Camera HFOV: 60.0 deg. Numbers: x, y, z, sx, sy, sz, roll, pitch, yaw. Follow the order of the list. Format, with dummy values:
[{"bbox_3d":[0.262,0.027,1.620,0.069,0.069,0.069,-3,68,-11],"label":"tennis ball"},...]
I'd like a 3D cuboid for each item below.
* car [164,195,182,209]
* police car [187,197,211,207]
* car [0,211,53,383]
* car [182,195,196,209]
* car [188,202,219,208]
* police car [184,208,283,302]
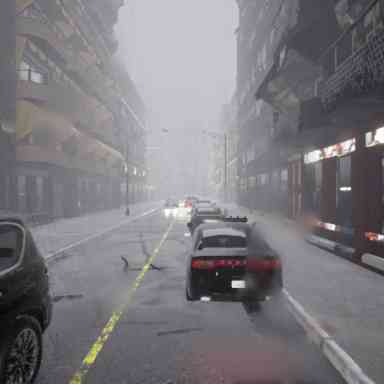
[{"bbox_3d":[-2.846,1.522,47.136,2.128,1.511,4.902,0,0,0],"label":"car"},{"bbox_3d":[0.825,1.434,24.453,1.930,1.638,5.238,0,0,0],"label":"police car"},{"bbox_3d":[-2.851,1.222,2.036,2.150,2.045,5.566,0,0,0],"label":"car"},{"bbox_3d":[0.033,1.382,47.137,2.097,1.767,4.553,0,0,0],"label":"car"},{"bbox_3d":[0.825,1.511,18.343,1.837,1.490,4.892,0,0,0],"label":"car"},{"bbox_3d":[0.825,1.427,8.452,1.930,1.638,5.238,0,0,0],"label":"police car"}]
